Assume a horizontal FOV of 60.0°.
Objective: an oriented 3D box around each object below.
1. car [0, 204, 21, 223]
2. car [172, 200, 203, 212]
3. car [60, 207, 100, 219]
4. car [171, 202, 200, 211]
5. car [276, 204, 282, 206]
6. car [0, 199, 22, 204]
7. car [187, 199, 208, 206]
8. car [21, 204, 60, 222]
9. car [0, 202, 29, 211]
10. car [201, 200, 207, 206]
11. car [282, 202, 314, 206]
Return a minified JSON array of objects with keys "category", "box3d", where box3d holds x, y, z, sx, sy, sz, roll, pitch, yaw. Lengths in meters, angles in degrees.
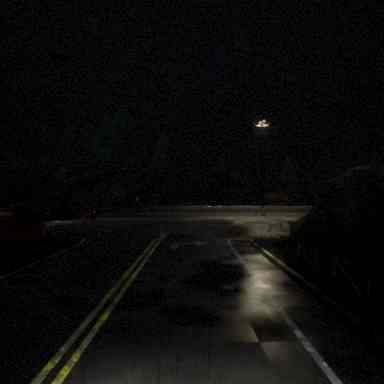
[{"category":"car","box3d":[-17.913,2.031,28.582,5.008,1.535,1.882,0,-1,-1]},{"category":"car","box3d":[-1.413,2.255,46.457,5.008,1.535,1.882,0,-1,-1]},{"category":"car","box3d":[-12.416,2.243,35.639,4.718,1.301,1.895,0,-1,-1]},{"category":"car","box3d":[-1.157,2.413,56.958,4.892,1.490,1.837,0,-1,-1]},{"category":"car","box3d":[16.908,2.403,57.144,4.902,1.511,2.128,0,-1,-1]},{"category":"car","box3d":[-29.067,2.039,49.668,5.566,2.045,2.150,0,-1,-1]},{"category":"car","box3d":[-0.140,2.086,53.473,5.566,2.045,2.150,0,-1,-1]},{"category":"car","box3d":[-15.662,2.123,32.120,4.674,1.442,1.812,0,-1,-1]},{"category":"car","box3d":[-30.560,2.429,56.651,4.674,1.442,1.812,0,-1,-1]},{"category":"car","box3d":[-0.554,2.313,49.964,4.902,1.511,2.128,0,-1,-1]},{"category":"car","box3d":[17.659,2.373,53.654,4.892,1.490,1.837,0,-1,-1]}]
